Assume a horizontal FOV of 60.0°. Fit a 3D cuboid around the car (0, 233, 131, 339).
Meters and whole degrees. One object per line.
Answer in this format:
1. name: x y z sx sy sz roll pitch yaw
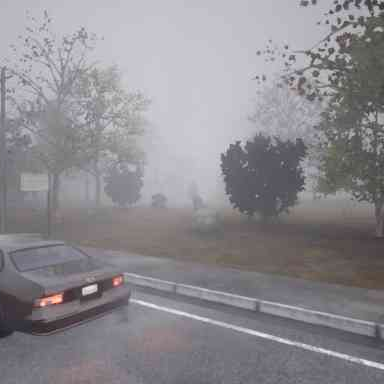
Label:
1. car: -3.614 1.547 6.558 5.357 1.411 2.033 0 0 35
